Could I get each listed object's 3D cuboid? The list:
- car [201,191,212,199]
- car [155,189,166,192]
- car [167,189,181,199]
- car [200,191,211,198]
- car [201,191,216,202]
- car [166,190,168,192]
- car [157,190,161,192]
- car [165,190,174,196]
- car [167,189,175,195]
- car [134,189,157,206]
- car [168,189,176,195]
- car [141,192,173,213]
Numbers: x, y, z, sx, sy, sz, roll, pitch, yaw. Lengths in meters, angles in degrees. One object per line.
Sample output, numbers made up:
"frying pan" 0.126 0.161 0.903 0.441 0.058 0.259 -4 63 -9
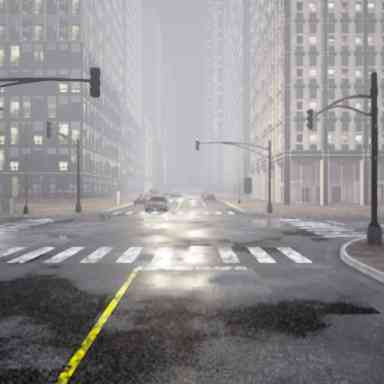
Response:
"car" 2.693 0.487 61.795 1.752 1.417 4.829 1 1 0
"car" -5.681 0.468 50.404 2.192 1.841 5.009 1 1 0
"car" -3.012 0.502 61.312 1.895 1.301 4.718 0 1 0
"car" 2.691 0.437 67.202 1.947 1.339 4.313 1 1 0
"car" 2.693 0.733 50.472 1.802 1.307 4.206 1 1 0
"car" -5.691 0.231 78.279 1.887 1.381 4.507 1 1 0
"car" -5.686 0.828 44.834 1.802 1.307 4.206 1 1 0
"car" -5.692 0.143 83.854 2.008 1.369 4.403 1 1 0
"car" -5.694 0.044 89.428 1.887 1.381 4.507 1 1 0
"car" -5.681 0.779 39.257 1.967 1.590 4.097 1 1 0
"car" -5.695 -0.043 95.003 2.008 1.369 4.403 1 1 0
"car" -2.999 1.073 29.367 1.812 1.442 4.674 0 2 0
